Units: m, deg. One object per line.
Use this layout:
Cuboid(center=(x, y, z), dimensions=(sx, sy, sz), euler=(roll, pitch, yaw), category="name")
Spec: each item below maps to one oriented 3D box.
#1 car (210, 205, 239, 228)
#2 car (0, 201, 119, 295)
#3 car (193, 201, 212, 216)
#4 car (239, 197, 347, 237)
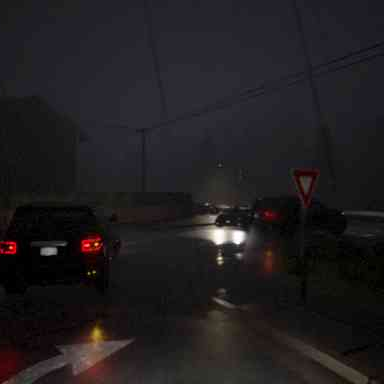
Cuboid(center=(3.093, 1.612, 21.924), dimensions=(1.994, 1.385, 4.181), euler=(0, 0, 27), category="car")
Cuboid(center=(-3.283, 1.255, 9.097), dimensions=(2.150, 2.045, 5.566), euler=(0, 0, -11), category="car")
Cuboid(center=(1.019, 1.651, 33.751), dimensions=(1.994, 1.385, 4.181), euler=(0, 0, -35), category="car")
Cuboid(center=(5.555, 1.253, 17.471), dimensions=(5.566, 2.045, 2.150), euler=(0, 0, -26), category="car")
